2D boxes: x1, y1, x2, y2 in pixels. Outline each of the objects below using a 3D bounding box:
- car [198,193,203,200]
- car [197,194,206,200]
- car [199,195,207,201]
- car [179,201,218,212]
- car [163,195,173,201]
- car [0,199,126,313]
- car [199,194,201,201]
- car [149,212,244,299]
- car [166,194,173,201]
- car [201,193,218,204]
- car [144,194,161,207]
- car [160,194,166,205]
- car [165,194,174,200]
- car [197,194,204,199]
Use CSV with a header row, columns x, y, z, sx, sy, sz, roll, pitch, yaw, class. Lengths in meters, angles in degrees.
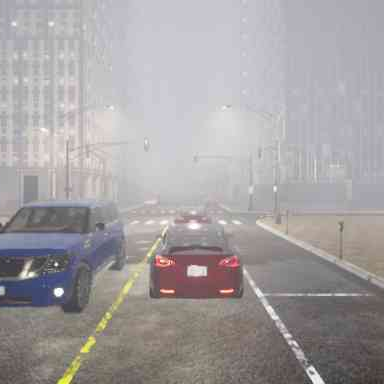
x,y,z,sx,sy,sz,roll,pitch,yaw,class
2.527,1.164,70.917,2.192,1.841,5.009,0,0,0,car
2.486,1.337,87.941,2.008,1.369,4.403,0,0,0,car
2.512,1.354,76.762,1.752,1.417,4.829,0,0,0,car
0.048,1.482,18.452,2.163,1.488,4.792,0,0,0,car
-5.881,1.359,82.253,2.008,1.369,4.403,0,0,0,car
-3.085,1.215,8.011,2.150,2.045,5.566,0,0,0,car
2.665,1.454,53.895,2.008,1.369,4.403,0,0,0,car
0.079,1.495,8.457,2.163,1.488,4.792,0,0,0,car
-5.868,1.374,76.577,1.887,1.381,4.507,0,0,0,car
2.709,1.359,48.217,1.967,1.590,4.097,0,0,0,car
-5.930,1.445,48.027,1.752,1.417,4.829,0,0,0,car
-5.913,1.219,53.875,2.192,1.841,5.009,0,0,0,car
-5.894,1.337,87.928,2.008,1.369,4.403,0,0,0,car
2.473,1.287,93.787,1.752,1.417,4.829,0,0,0,car
